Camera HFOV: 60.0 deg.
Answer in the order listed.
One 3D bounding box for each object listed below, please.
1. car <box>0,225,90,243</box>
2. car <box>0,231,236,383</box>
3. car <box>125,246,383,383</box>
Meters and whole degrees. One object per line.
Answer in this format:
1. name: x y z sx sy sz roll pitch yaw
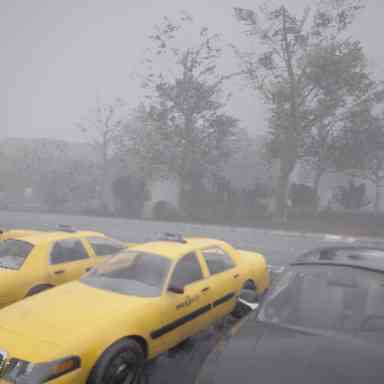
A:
1. car: -2.461 1.477 7.132 1.946 1.575 5.366 0 0 36
2. car: -0.517 1.473 5.289 1.946 1.575 5.366 0 0 36
3. car: 1.846 1.479 3.837 2.231 1.521 4.892 0 0 36
